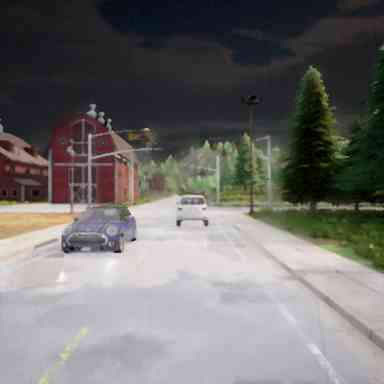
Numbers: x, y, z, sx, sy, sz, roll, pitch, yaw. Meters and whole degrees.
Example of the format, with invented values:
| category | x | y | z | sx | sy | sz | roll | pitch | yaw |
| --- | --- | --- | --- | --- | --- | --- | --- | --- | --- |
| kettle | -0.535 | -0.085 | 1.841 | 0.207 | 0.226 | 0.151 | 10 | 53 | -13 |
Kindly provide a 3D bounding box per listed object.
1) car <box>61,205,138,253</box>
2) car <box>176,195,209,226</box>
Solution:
| category | x | y | z | sx | sy | sz | roll | pitch | yaw |
| --- | --- | --- | --- | --- | --- | --- | --- | --- | --- |
| car | -3.587 | 1.363 | 13.595 | 2.097 | 1.767 | 4.553 | 0 | 0 | 0 |
| car | 0.029 | 1.239 | 23.655 | 2.150 | 2.045 | 5.566 | 0 | 0 | 0 |
